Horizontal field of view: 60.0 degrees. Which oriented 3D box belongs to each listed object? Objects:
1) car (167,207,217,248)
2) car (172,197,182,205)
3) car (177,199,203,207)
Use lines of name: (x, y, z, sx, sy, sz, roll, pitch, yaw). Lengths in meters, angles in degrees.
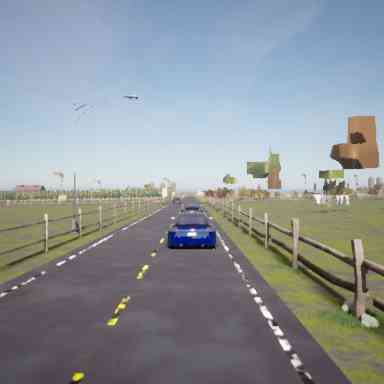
car: (0.000, 1.573, 14.650, 1.994, 1.385, 4.181, 0, 0, 0)
car: (-2.750, 1.633, 62.651, 1.837, 1.490, 4.892, 0, 0, 0)
car: (0.000, 1.589, 29.651, 1.994, 1.385, 4.181, 0, 0, 0)
